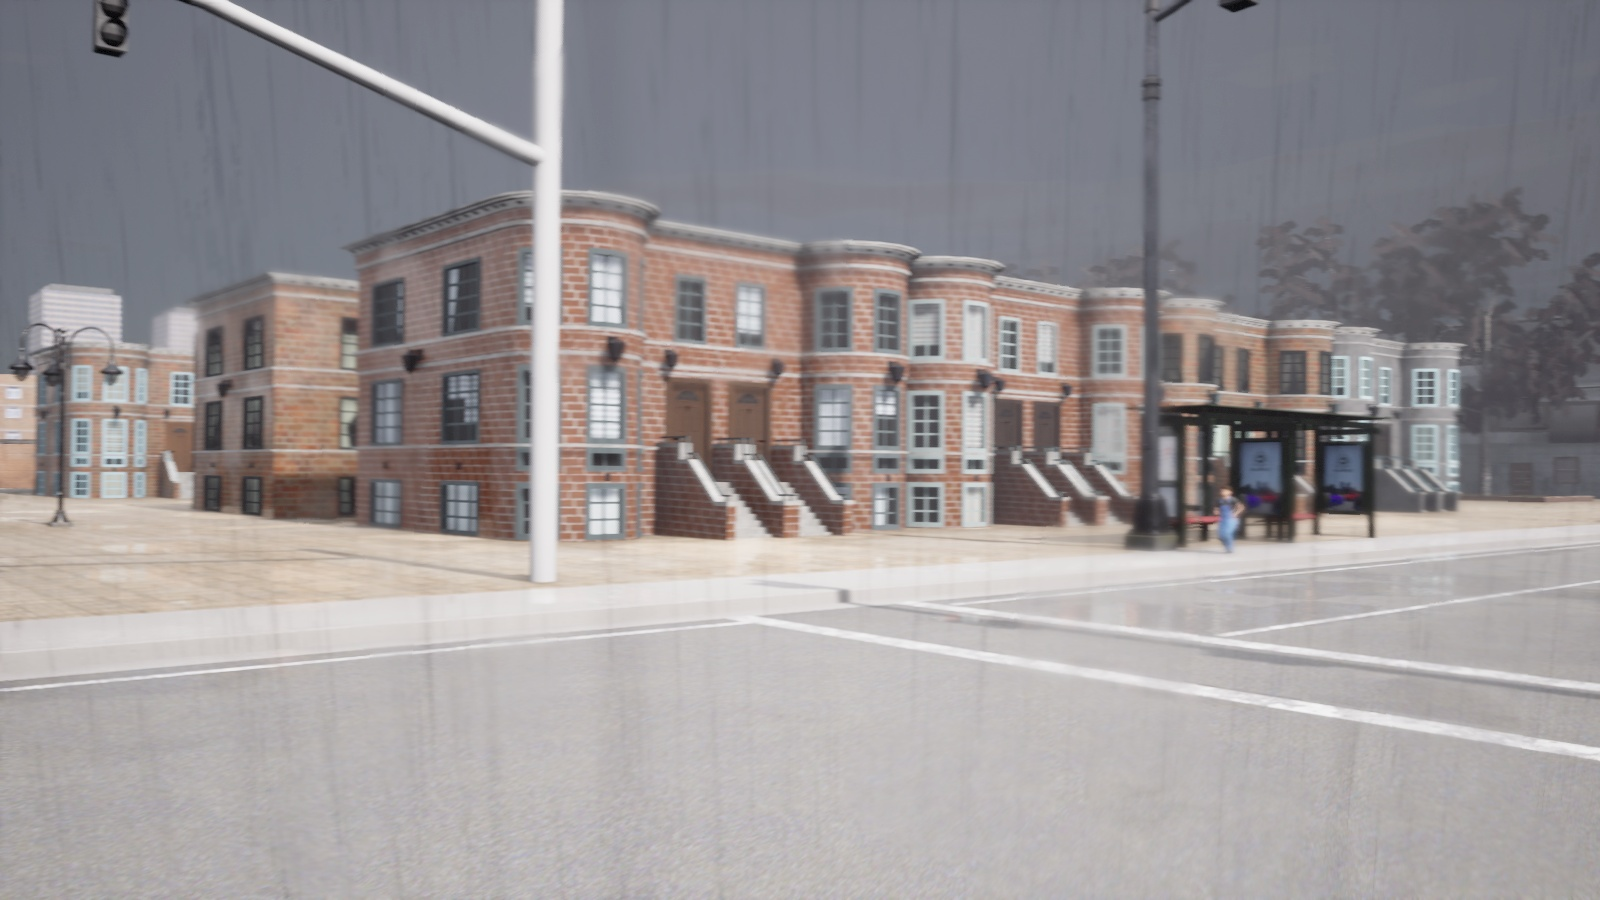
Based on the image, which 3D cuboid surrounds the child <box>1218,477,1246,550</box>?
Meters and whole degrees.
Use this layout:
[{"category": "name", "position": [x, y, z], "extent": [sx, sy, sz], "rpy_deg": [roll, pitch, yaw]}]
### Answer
[{"category": "child", "position": [7.606, 1.109, 22.101], "extent": [0.437, 1.263, 0.270], "rpy_deg": [1, -1, -40]}]
